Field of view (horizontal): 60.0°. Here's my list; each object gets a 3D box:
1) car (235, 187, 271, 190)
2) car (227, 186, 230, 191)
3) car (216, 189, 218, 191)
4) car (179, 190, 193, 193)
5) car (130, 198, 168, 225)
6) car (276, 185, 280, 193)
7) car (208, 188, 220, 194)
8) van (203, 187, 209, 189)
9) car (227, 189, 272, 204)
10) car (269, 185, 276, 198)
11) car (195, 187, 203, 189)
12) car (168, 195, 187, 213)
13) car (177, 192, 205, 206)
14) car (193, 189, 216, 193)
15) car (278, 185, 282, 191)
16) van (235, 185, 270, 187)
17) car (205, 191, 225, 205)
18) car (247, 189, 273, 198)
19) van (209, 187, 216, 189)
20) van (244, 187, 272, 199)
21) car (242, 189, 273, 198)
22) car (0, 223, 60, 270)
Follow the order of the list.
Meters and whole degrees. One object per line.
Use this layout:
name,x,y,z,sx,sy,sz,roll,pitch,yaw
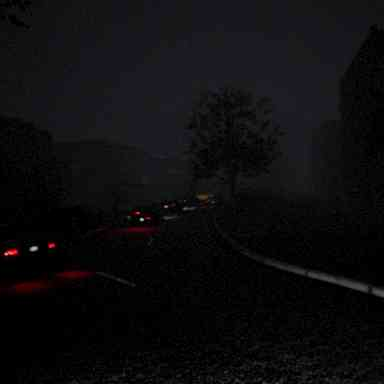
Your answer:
car,7.968,0.631,44.748,4.553,1.767,2.185,-1,1,14
car,9.008,0.115,65.996,2.097,1.767,4.553,-1,2,17
car,4.732,0.570,62.839,1.895,1.301,4.718,-1,1,18
car,-1.653,0.422,71.939,2.097,1.535,5.008,-1,2,19
car,-3.125,1.470,23.782,1.837,1.490,4.892,-1,1,2
car,15.485,-0.088,70.881,4.892,1.521,2.231,-1,2,19
car,6.155,-0.260,92.662,2.002,1.452,4.674,-1,1,23
van,1.979,-0.180,82.257,1.878,1.987,4.442,-1,1,21
car,7.257,0.830,42.091,4.892,1.521,2.231,-1,1,14
car,9.313,0.357,50.078,5.566,2.045,2.435,-1,1,15
car,0.115,0.266,77.137,2.163,1.488,4.792,-1,2,20
car,-2.147,1.323,33.797,1.994,1.385,4.181,-1,1,10
car,-0.273,1.074,43.664,2.033,1.411,5.357,-1,1,15
car,2.078,0.740,53.310,1.882,1.535,5.008,-1,1,15
car,17.332,-0.263,76.153,4.792,1.488,2.163,-1,2,21
van,8.502,0.459,47.454,4.442,1.987,1.878,-1,1,14
car,3.280,0.996,45.337,1.895,1.301,4.718,-1,1,14
car,12.958,0.234,63.095,4.674,1.452,2.002,-1,2,17
van,3.972,-0.361,87.421,1.878,1.987,4.442,-1,1,23
van,11.501,0.141,57.826,4.442,1.987,1.878,-1,1,16
car,11.984,0.283,60.539,5.366,1.575,1.946,-1,2,17
car,-6.639,1.712,10.727,5.357,1.411,2.033,-1,0,31
